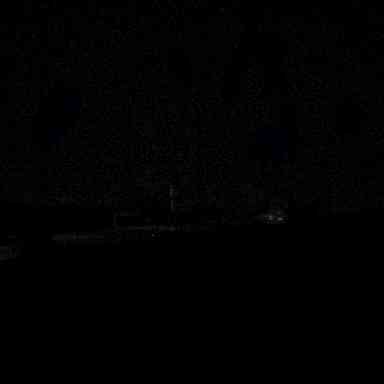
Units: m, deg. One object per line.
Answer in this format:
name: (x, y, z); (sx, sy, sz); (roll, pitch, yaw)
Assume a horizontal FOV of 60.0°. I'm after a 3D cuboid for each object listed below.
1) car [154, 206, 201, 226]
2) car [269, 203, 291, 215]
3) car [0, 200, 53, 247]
car: (-1.092, 1.976, 28.087); (1.882, 1.535, 5.008); (-1, -2, 35)
car: (12.253, 2.364, 47.028); (2.097, 1.767, 4.553); (-1, -2, 36)
car: (-8.041, 1.328, 13.099); (2.150, 2.045, 5.566); (-2, -2, 17)
